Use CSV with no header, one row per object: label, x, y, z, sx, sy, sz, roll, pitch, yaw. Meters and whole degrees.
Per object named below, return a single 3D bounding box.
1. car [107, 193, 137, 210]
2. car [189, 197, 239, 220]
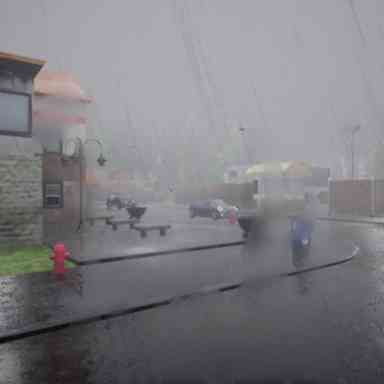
car,-9.098,1.165,42.681,2.150,2.045,5.566,0,0,-35
car,1.723,1.294,27.281,2.097,1.767,4.553,0,0,-35
